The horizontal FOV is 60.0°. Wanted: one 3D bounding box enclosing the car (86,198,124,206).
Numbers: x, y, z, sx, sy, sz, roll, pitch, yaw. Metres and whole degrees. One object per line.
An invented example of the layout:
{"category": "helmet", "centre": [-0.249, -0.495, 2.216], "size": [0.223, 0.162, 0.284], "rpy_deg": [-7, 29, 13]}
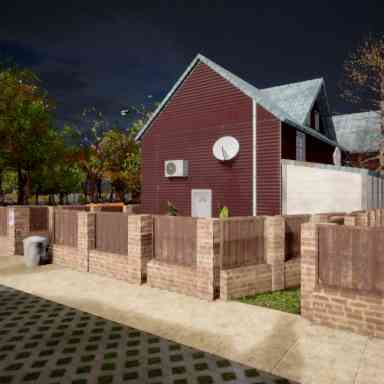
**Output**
{"category": "car", "centre": [-8.923, 1.438, 33.442], "size": [2.097, 1.767, 4.553], "rpy_deg": [0, 0, 35]}

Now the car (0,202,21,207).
{"category": "car", "centre": [-14.847, 1.556, 25.082], "size": [1.837, 1.490, 4.892], "rpy_deg": [0, 0, 35]}
